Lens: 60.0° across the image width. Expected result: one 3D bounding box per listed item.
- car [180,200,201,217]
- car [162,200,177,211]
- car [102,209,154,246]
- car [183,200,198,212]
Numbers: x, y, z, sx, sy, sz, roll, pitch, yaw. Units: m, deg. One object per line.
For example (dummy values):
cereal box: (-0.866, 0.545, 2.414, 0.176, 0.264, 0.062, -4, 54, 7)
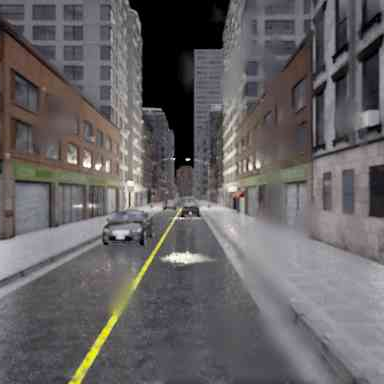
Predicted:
car: (-0.146, 1.790, 34.376, 1.837, 1.490, 4.892, 0, 0, 0)
car: (-3.171, 1.913, 47.793, 1.837, 1.490, 4.892, 0, -1, 0)
car: (-2.954, 1.622, 16.155, 2.128, 1.511, 4.902, 0, -1, 0)
car: (-0.225, 1.891, 45.476, 1.837, 1.490, 4.892, 0, -1, -1)
